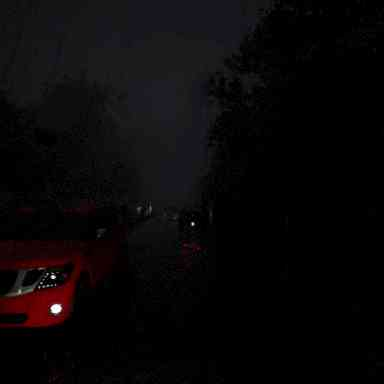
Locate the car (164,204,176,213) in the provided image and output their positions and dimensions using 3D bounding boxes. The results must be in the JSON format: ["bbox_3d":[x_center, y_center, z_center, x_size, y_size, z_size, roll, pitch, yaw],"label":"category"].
[{"bbox_3d":[-2.993,2.367,48.055,1.895,1.301,4.718,0,-2,0],"label":"car"}]

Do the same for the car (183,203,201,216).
[{"bbox_3d":[-0.040,2.083,41.442,2.128,1.511,4.902,0,-1,0],"label":"car"}]

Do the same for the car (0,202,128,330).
[{"bbox_3d":[-2.874,1.264,7.317,2.150,2.045,5.566,0,0,0],"label":"car"}]

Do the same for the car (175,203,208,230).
[{"bbox_3d":[0.050,1.727,22.865,1.837,1.490,4.892,0,0,0],"label":"car"}]
